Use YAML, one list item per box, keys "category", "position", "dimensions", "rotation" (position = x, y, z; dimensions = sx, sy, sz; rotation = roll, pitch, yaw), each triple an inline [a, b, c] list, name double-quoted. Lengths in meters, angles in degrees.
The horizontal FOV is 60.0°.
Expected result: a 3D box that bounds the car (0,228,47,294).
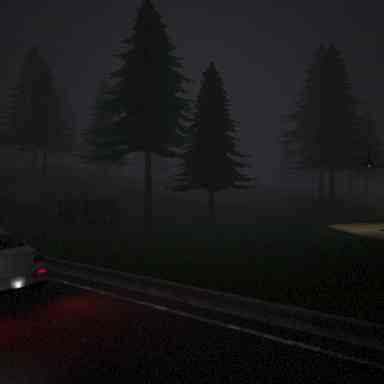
- category: "car"
  position: [-5.208, 1.525, 7.708]
  dimensions: [4.674, 1.442, 1.812]
  rotation: [0, 0, 36]
